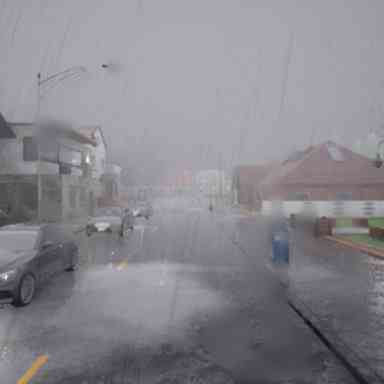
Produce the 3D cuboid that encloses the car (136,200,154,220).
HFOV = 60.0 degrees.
[{"bbox_3d":[-4.376,1.459,28.246,2.128,1.511,4.902,0,0,0],"label":"car"}]

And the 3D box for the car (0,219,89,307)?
[{"bbox_3d":[-4.155,1.524,8.071,1.812,1.442,4.674,0,0,-1],"label":"car"}]

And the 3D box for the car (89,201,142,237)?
[{"bbox_3d":[-4.282,1.475,18.106,2.128,1.511,4.902,0,0,-1],"label":"car"}]
